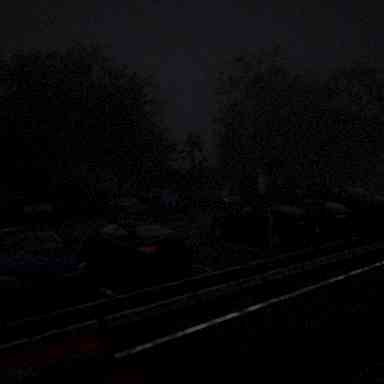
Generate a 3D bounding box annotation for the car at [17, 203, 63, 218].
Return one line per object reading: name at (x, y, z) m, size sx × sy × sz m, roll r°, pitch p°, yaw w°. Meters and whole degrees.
car at (-9.198, 1.411, 20.075) m, size 2.231 × 1.521 × 4.892 m, roll -4°, pitch 2°, yaw -36°

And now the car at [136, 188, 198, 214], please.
car at (-2.439, 0.748, 24.934) m, size 2.435 × 2.045 × 5.566 m, roll -3°, pitch 2°, yaw -36°

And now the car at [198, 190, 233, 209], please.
car at (2.265, 0.576, 28.290) m, size 2.185 × 1.767 × 4.553 m, roll -3°, pitch 2°, yaw -36°

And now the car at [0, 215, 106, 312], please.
car at (-4.062, 1.600, 8.289) m, size 2.002 × 1.452 × 4.674 m, roll -3°, pitch 2°, yaw -36°

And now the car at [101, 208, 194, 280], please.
car at (-1.771, 1.462, 9.937) m, size 2.002 × 1.452 × 4.674 m, roll -3°, pitch 2°, yaw -36°

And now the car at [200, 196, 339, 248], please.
car at (2.804, 1.145, 13.239) m, size 2.097 × 1.535 × 5.008 m, roll -4°, pitch 2°, yaw -36°

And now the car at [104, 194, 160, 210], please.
car at (-4.635, 1.134, 23.390) m, size 2.231 × 1.521 × 4.892 m, roll -3°, pitch 2°, yaw -36°

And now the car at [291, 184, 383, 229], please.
car at (7.383, 0.611, 16.519) m, size 2.435 × 2.045 × 5.566 m, roll -4°, pitch 2°, yaw -36°

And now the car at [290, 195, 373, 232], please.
car at (5.093, 1.044, 14.897) m, size 2.002 × 1.452 × 4.674 m, roll -4°, pitch 2°, yaw -36°

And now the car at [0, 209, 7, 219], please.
car at (-11.484, 1.548, 18.422) m, size 2.097 × 1.535 × 5.008 m, roll -3°, pitch 2°, yaw -36°
